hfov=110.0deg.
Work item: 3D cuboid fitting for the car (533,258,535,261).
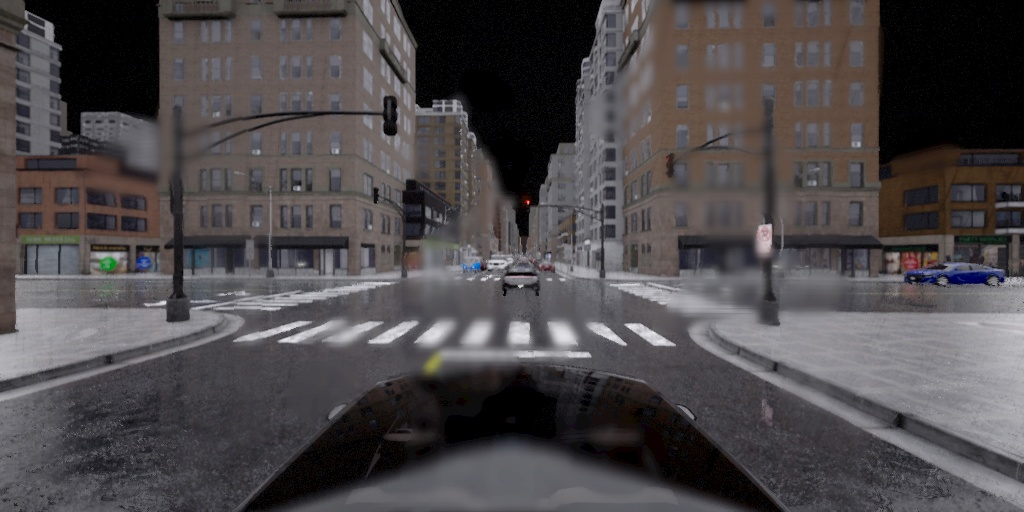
[{"bbox_3d":[4.064,1.226,46.499,1.948,1.339,4.313,0,0,2],"label":"car"}]

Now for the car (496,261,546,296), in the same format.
[{"bbox_3d":[0.506,1.194,19.158,2.128,1.511,4.902,0,0,2],"label":"car"}]

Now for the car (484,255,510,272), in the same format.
[{"bbox_3d":[-1.766,0.883,44.629,2.150,2.045,5.566,0,0,2],"label":"car"}]

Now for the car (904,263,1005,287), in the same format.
[{"bbox_3d":[28.826,1.204,23.476,5.008,1.535,1.882,0,0,2],"label":"car"}]

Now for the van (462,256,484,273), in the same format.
[{"bbox_3d":[-4.652,1.009,41.274,1.690,1.789,3.998,0,0,2],"label":"van"}]

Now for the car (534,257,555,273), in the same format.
[{"bbox_3d":[3.869,1.109,40.978,1.967,1.591,4.097,0,0,2],"label":"car"}]
